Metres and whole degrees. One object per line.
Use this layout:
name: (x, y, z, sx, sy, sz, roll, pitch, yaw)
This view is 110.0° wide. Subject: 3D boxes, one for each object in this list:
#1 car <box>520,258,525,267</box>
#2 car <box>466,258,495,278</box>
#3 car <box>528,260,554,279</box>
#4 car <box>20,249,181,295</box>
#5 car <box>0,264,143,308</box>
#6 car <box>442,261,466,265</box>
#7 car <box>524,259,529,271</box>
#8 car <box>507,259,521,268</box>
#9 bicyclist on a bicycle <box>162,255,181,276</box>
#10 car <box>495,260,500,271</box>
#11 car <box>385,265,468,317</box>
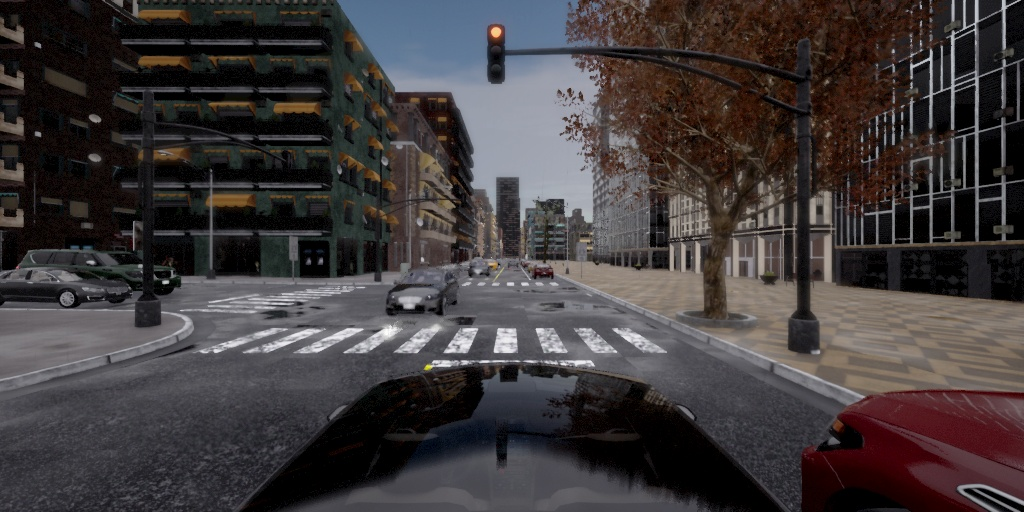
car: (2.783, 1.374, 59.995, 1.802, 1.307, 4.207, 0, 0, 0)
car: (-3.048, 1.256, 34.555, 2.128, 1.511, 4.902, 0, 0, 0)
car: (2.739, 1.307, 32.333, 1.888, 1.381, 4.507, 0, 0, 0)
car: (-17.766, 0.746, 15.530, 5.566, 2.045, 2.150, 1, 0, 0)
car: (-16.417, 1.091, 12.947, 4.403, 1.370, 2.007, 0, 0, 0)
car: (-5.641, 1.312, 32.346, 2.007, 1.370, 4.403, 0, 0, 0)
car: (2.757, 1.297, 43.568, 1.751, 1.417, 4.829, 0, 0, 0)
car: (0.199, 1.289, 63.479, 2.128, 1.511, 4.902, 0, 0, 0)
bicyclist on a bicycle: (-23.133, 0.761, 24.218, 0.582, 1.620, 1.656, 1, 0, 0)
car: (-3.022, 1.257, 49.535, 1.882, 1.535, 5.008, 0, 0, 0)
car: (-3.082, 1.243, 13.203, 2.128, 1.511, 4.902, 0, 0, 0)
